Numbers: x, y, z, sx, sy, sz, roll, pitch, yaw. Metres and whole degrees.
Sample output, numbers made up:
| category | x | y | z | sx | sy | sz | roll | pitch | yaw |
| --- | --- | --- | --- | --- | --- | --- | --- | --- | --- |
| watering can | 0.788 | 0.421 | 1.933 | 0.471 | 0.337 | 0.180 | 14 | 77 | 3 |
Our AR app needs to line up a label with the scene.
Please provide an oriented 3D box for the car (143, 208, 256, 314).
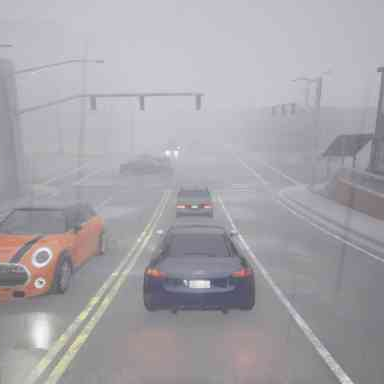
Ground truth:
| category | x | y | z | sx | sy | sz | roll | pitch | yaw |
| --- | --- | --- | --- | --- | --- | --- | --- | --- | --- |
| car | 0.116 | 1.346 | 7.375 | 1.994 | 1.385 | 4.181 | 0 | 3 | 0 |

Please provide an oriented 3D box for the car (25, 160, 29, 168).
| category | x | y | z | sx | sy | sz | roll | pitch | yaw |
| --- | --- | --- | --- | --- | --- | --- | --- | --- | --- |
| car | -19.582 | -3.077 | 34.443 | 5.008 | 1.535 | 1.882 | 0 | 12 | 0 |

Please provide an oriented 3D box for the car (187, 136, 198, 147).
| category | x | y | z | sx | sy | sz | roll | pitch | yaw |
| --- | --- | --- | --- | --- | --- | --- | --- | --- | --- |
| car | 0.208 | -9.529 | 64.024 | 1.812 | 1.442 | 4.674 | 0 | 12 | 0 |

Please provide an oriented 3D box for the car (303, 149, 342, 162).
| category | x | y | z | sx | sy | sz | roll | pitch | yaw |
| --- | --- | --- | --- | --- | --- | --- | --- | --- | --- |
| car | 16.188 | -4.551 | 41.321 | 4.674 | 1.442 | 1.812 | 0 | 12 | 0 |

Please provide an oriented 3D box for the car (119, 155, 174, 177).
| category | x | y | z | sx | sy | sz | roll | pitch | yaw |
| --- | --- | --- | --- | --- | --- | --- | --- | --- | --- |
| car | -4.228 | -2.315 | 30.947 | 5.008 | 1.535 | 1.882 | 0 | 12 | 0 |

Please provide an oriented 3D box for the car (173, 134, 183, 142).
| category | x | y | z | sx | sy | sz | roll | pitch | yaw |
| --- | --- | --- | --- | --- | --- | --- | --- | --- | --- |
| car | -3.384 | -10.488 | 68.398 | 2.128 | 1.511 | 4.902 | 0 | 12 | 0 |

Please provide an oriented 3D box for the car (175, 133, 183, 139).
| category | x | y | z | sx | sy | sz | roll | pitch | yaw |
| --- | --- | --- | --- | --- | --- | --- | --- | --- | --- |
| car | -3.351 | -14.790 | 87.988 | 1.812 | 1.442 | 4.674 | 0 | 12 | 0 |

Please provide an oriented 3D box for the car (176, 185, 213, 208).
| category | x | y | z | sx | sy | sz | roll | pitch | yaw |
| --- | --- | --- | --- | --- | --- | --- | --- | --- | --- |
| car | 0.122 | 0.362 | 17.258 | 2.033 | 1.411 | 5.357 | 0 | 8 | 0 |

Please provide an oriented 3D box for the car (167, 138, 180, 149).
| category | x | y | z | sx | sy | sz | roll | pitch | yaw |
| --- | --- | --- | --- | --- | --- | --- | --- | --- | --- |
| car | -3.473 | -8.293 | 58.751 | 1.895 | 1.301 | 4.718 | 0 | 12 | -2 |

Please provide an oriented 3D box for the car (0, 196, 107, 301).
| category | x | y | z | sx | sy | sz | roll | pitch | yaw |
| --- | --- | --- | --- | --- | --- | --- | --- | --- | --- |
| car | -3.599 | 1.093 | 8.116 | 2.097 | 1.767 | 4.553 | 0 | 4 | 0 |
